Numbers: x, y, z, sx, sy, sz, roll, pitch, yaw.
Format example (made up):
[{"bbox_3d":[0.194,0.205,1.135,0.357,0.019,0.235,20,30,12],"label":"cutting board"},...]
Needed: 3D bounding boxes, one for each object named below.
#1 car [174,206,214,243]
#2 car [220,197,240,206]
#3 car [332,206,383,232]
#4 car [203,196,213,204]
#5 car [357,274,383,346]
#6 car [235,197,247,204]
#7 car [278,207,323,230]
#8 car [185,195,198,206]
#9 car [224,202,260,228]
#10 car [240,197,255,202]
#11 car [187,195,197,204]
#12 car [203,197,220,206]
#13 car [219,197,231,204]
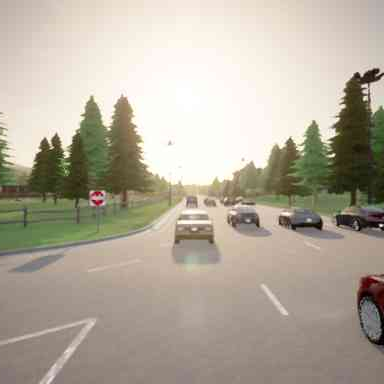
[{"bbox_3d":[0.098,1.649,16.625,2.033,1.411,5.357,0,0,0],"label":"car"},{"bbox_3d":[6.988,1.727,61.638,2.097,1.767,4.553,0,0,0],"label":"car"},{"bbox_3d":[10.596,1.634,21.058,1.837,1.490,4.892,0,0,0],"label":"car"},{"bbox_3d":[3.486,1.746,71.671,1.882,1.535,5.008,0,0,0],"label":"car"},{"bbox_3d":[3.600,1.499,3.386,1.882,1.535,5.008,0,0,0],"label":"car"},{"bbox_3d":[10.486,1.793,71.672,1.812,1.442,4.674,0,0,0],"label":"car"},{"bbox_3d":[7.096,1.699,22.149,1.994,1.385,4.181,0,0,0],"label":"car"},{"bbox_3d":[-0.012,1.594,61.281,2.150,2.045,5.566,0,0,0],"label":"car"},{"bbox_3d":[3.581,1.670,23.599,1.812,1.442,4.674,0,0,0],"label":"car"},{"bbox_3d":[10.488,1.976,61.697,1.895,1.301,4.718,0,0,0],"label":"car"},{"bbox_3d":[-0.014,1.623,71.641,2.097,1.767,4.553,0,0,0],"label":"car"},{"bbox_3d":[3.488,1.920,61.250,2.033,1.411,5.357,0,0,0],"label":"car"},{"bbox_3d":[6.986,1.808,71.671,2.033,1.411,5.357,0,0,0],"label":"car"}]
